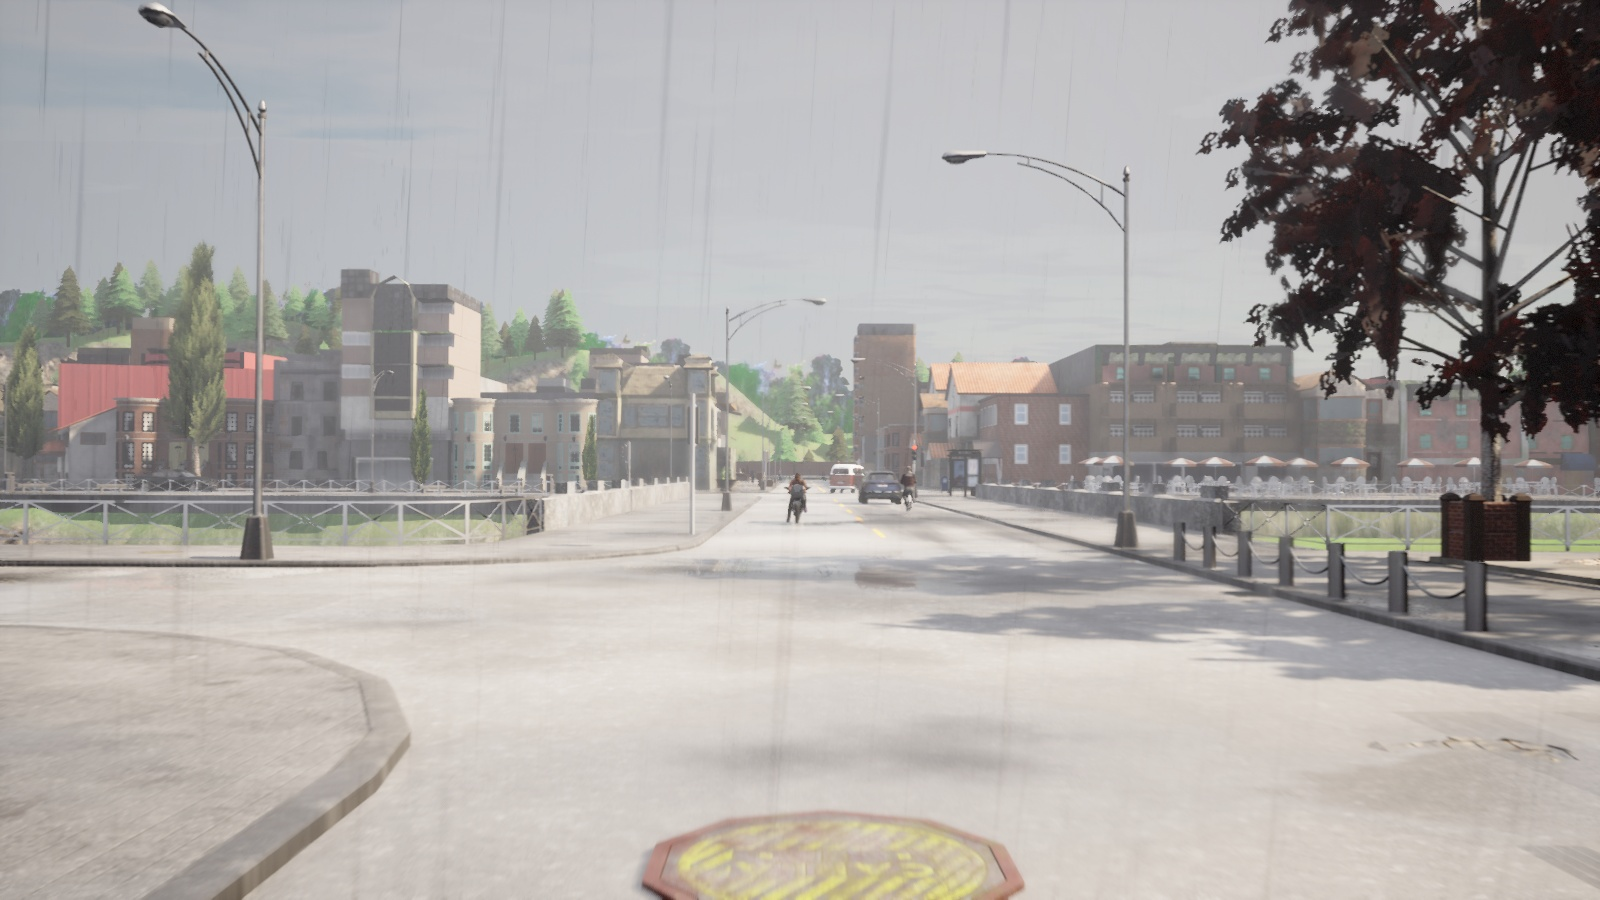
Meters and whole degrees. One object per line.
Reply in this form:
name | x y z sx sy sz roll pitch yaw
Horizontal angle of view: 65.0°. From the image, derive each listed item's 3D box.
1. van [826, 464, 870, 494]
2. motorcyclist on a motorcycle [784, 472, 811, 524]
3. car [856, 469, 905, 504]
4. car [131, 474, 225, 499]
van | 3.421 2.010 88.795 2.069 2.038 4.480 0 -1 16
motorcyclist on a motorcycle | -0.067 1.432 37.947 0.797 1.523 2.044 0 -1 1
car | 3.867 1.750 60.969 2.033 1.649 4.856 0 -1 0
car | -39.341 2.281 79.549 5.008 1.535 1.882 0 -1 0
